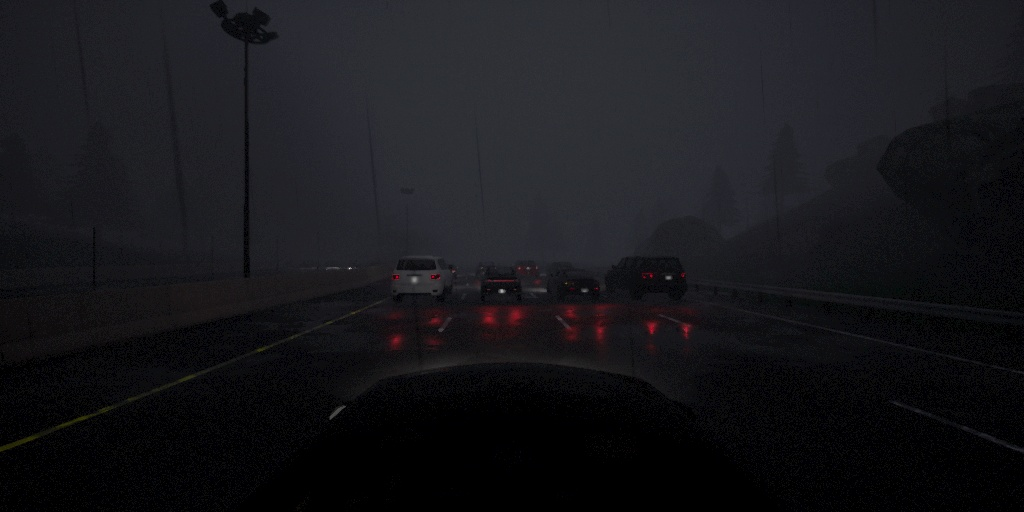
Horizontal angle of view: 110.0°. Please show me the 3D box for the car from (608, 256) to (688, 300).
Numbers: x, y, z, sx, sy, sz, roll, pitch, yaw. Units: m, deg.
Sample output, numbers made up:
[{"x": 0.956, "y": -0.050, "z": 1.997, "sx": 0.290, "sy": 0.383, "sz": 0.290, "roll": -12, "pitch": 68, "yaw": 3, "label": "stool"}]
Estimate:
[{"x": 6.384, "y": 1.008, "z": 17.750, "sx": 2.150, "sy": 2.045, "sz": 5.566, "roll": 0, "pitch": 0, "yaw": -4, "label": "car"}]

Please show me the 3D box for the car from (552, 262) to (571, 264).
[{"x": 4.556, "y": 1.266, "z": 33.800, "sx": 1.837, "sy": 1.490, "sz": 4.892, "roll": 0, "pitch": 0, "yaw": -9, "label": "car"}]

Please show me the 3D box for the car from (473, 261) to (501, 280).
[{"x": -2.365, "y": 1.245, "z": 32.747, "sx": 2.128, "sy": 1.511, "sz": 4.902, "roll": 0, "pitch": 0, "yaw": -9, "label": "car"}]

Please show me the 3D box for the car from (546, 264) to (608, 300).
[{"x": 2.896, "y": 1.283, "z": 17.455, "sx": 1.812, "sy": 1.442, "sz": 4.674, "roll": 0, "pitch": 0, "yaw": -4, "label": "car"}]

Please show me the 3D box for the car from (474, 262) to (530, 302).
[{"x": -0.594, "y": 1.245, "z": 17.191, "sx": 2.128, "sy": 1.511, "sz": 4.902, "roll": 0, "pitch": 0, "yaw": -4, "label": "car"}]

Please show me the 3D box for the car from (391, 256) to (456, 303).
[{"x": -4.086, "y": 1.008, "z": 16.956, "sx": 2.150, "sy": 2.045, "sz": 5.566, "roll": 0, "pitch": 0, "yaw": -4, "label": "car"}]

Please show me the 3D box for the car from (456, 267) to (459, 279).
[{"x": -5.825, "y": 1.313, "z": 32.220, "sx": 2.033, "sy": 1.411, "sz": 5.357, "roll": 0, "pitch": 0, "yaw": -9, "label": "car"}]

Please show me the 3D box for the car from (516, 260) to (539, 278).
[{"x": 1.100, "y": 1.116, "z": 33.244, "sx": 2.097, "sy": 1.767, "sz": 4.553, "roll": 0, "pitch": 0, "yaw": -9, "label": "car"}]
